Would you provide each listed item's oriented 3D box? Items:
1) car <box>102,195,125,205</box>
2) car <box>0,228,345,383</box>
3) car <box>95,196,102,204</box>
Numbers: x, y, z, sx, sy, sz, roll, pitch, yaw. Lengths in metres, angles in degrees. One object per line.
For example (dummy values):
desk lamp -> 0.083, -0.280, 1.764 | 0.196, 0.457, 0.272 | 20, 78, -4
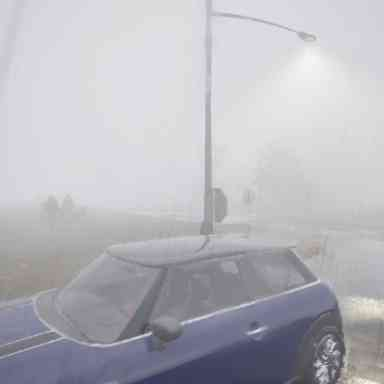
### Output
car -> -13.074, 1.252, 56.172 | 2.097, 1.767, 4.553 | 0, 0, -33
car -> -0.405, 1.353, 3.591 | 4.553, 1.767, 2.097 | 0, 0, -35
car -> -16.303, 1.381, 60.909 | 2.128, 1.511, 4.902 | 0, 0, -34
